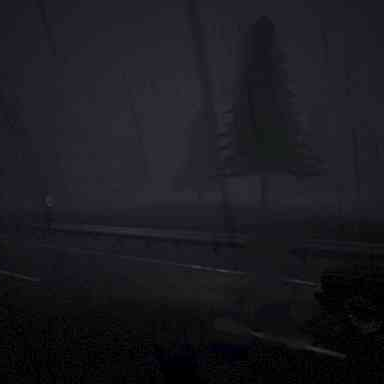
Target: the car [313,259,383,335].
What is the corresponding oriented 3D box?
[{"bbox_3d":[4.433,1.591,5.056,4.718,1.301,1.895,0,0,36],"label":"car"}]
